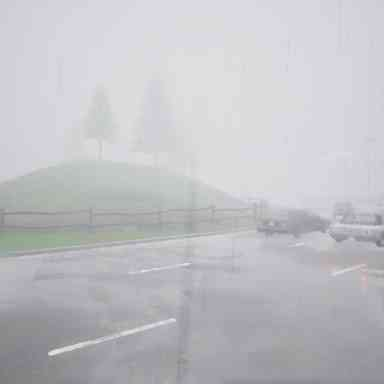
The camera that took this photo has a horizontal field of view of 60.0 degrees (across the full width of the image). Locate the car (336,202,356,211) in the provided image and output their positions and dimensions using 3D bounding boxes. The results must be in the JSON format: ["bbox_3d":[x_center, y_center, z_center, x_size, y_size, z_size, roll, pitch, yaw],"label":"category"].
[{"bbox_3d":[13.422,1.563,29.410,2.033,1.411,5.357,0,0,23],"label":"car"}]

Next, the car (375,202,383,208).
[{"bbox_3d":[16.641,1.533,28.034,1.812,1.442,4.674,0,0,23],"label":"car"}]

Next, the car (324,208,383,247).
[{"bbox_3d":[8.036,1.616,15.111,1.895,1.301,4.718,0,0,44],"label":"car"}]

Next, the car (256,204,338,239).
[{"bbox_3d":[5.506,1.563,17.530,2.033,1.411,5.357,0,0,44],"label":"car"}]
